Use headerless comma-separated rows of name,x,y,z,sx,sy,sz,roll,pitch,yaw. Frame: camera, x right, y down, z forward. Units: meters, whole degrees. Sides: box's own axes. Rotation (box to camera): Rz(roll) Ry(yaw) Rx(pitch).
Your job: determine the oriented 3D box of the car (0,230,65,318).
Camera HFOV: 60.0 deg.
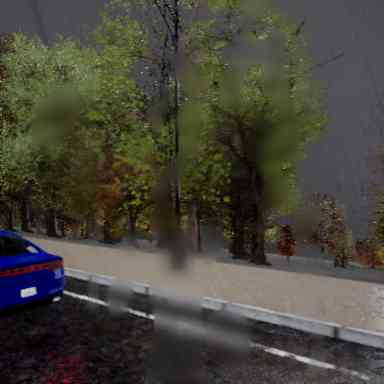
car,-4.760,1.546,7.054,5.008,1.535,1.882,0,0,36
